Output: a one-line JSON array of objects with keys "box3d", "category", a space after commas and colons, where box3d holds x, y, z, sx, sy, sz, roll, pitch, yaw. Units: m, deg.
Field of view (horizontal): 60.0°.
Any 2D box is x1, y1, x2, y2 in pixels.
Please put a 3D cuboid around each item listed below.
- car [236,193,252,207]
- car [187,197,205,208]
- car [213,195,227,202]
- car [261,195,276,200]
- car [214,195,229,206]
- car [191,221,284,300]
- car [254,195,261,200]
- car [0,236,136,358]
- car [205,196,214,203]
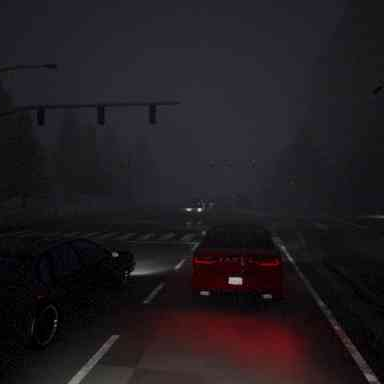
[{"box3d": [8.263, 1.220, 52.763, 2.150, 2.045, 5.566, 0, 0, 9], "category": "car"}, {"box3d": [0.464, 1.503, 47.703, 1.837, 1.490, 4.892, 0, 0, 4], "category": "car"}, {"box3d": [6.617, 1.522, 78.291, 1.812, 1.442, 4.674, 0, 0, 25], "category": "car"}, {"box3d": [20.944, 1.475, 86.620, 5.008, 1.535, 1.882, 0, 0, -44], "category": "car"}, {"box3d": [5.184, 1.476, 55.679, 1.882, 1.535, 5.008, 0, 0, 9], "category": "car"}, {"box3d": [1.196, 1.477, 8.539, 1.882, 1.535, 5.008, 0, 0, 9], "category": "car"}, {"box3d": [18.466, 1.521, 89.090, 4.674, 1.442, 1.812, 0, 0, -44], "category": "car"}, {"box3d": [-2.729, 1.547, 6.226, 2.033, 1.411, 5.357, 0, 0, 10], "category": "car"}, {"box3d": [3.326, 1.523, 67.030, 1.812, 1.442, 4.674, 0, 0, 10], "category": "car"}]
